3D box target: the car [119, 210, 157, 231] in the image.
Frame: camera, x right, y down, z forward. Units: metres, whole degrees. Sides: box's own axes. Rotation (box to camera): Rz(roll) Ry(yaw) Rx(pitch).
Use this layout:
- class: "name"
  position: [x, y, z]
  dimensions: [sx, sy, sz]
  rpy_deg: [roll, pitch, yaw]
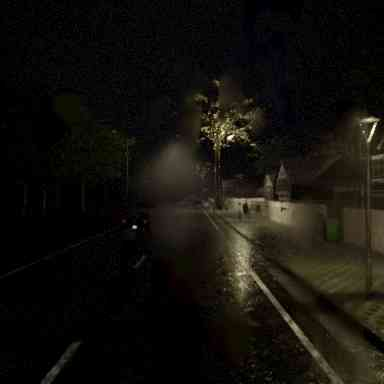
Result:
- class: "car"
  position: [-3.404, 1.817, 22.000]
  dimensions: [1.895, 1.301, 4.718]
  rpy_deg: [0, -1, 0]

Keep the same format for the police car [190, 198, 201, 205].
- class: "police car"
  position: [1.207, 2.268, 80.775]
  dimensions: [1.930, 1.638, 5.238]
  rpy_deg: [0, -1, 0]
